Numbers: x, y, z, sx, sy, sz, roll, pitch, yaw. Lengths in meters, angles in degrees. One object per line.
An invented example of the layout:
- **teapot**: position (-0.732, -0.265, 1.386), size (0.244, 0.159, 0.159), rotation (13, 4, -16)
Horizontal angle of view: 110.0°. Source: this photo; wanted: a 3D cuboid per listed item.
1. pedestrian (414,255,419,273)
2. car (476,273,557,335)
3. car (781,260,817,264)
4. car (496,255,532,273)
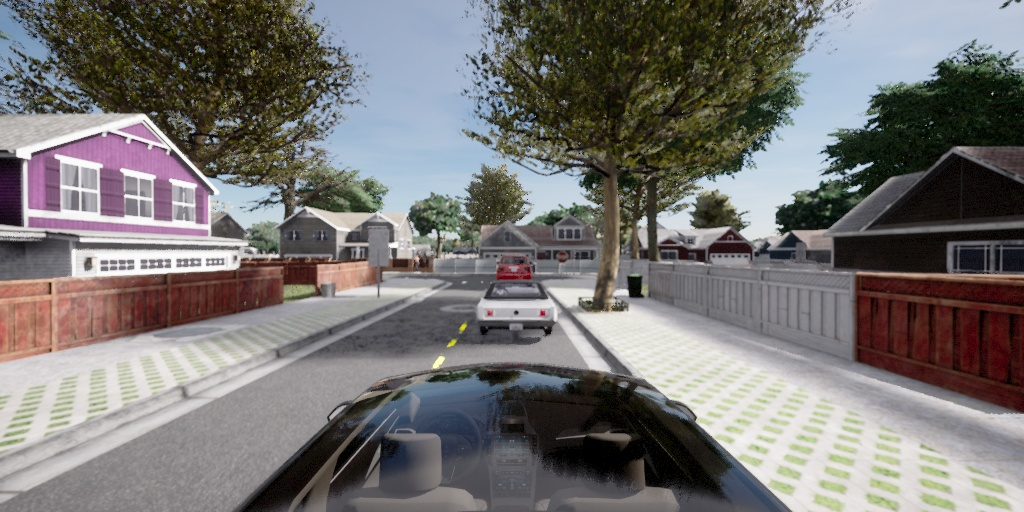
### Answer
- **pedestrian**: position (-9.716, 0.759, 36.466), size (0.375, 1.860, 0.375), rotation (0, 0, -1)
- **car**: position (0.110, 1.337, 10.466), size (1.895, 1.301, 4.718), rotation (0, 0, 0)
- **car**: position (26.509, 1.148, 33.873), size (4.553, 1.767, 2.097), rotation (0, 1, 0)
- **car**: position (0.135, 0.935, 23.888), size (2.150, 2.045, 5.566), rotation (0, 0, 0)
